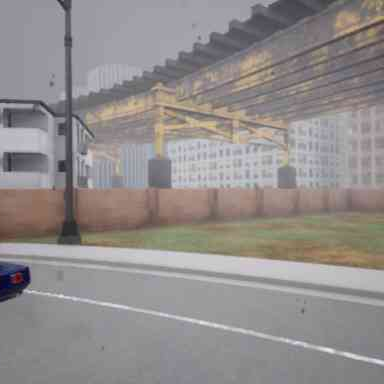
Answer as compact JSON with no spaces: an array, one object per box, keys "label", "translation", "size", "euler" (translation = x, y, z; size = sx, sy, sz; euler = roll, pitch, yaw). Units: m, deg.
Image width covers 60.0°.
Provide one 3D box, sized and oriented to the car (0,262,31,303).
[{"label":"car","translation":[-5.623,1.667,6.494],"size":[4.718,1.301,1.895],"euler":[-1,0,21]}]
